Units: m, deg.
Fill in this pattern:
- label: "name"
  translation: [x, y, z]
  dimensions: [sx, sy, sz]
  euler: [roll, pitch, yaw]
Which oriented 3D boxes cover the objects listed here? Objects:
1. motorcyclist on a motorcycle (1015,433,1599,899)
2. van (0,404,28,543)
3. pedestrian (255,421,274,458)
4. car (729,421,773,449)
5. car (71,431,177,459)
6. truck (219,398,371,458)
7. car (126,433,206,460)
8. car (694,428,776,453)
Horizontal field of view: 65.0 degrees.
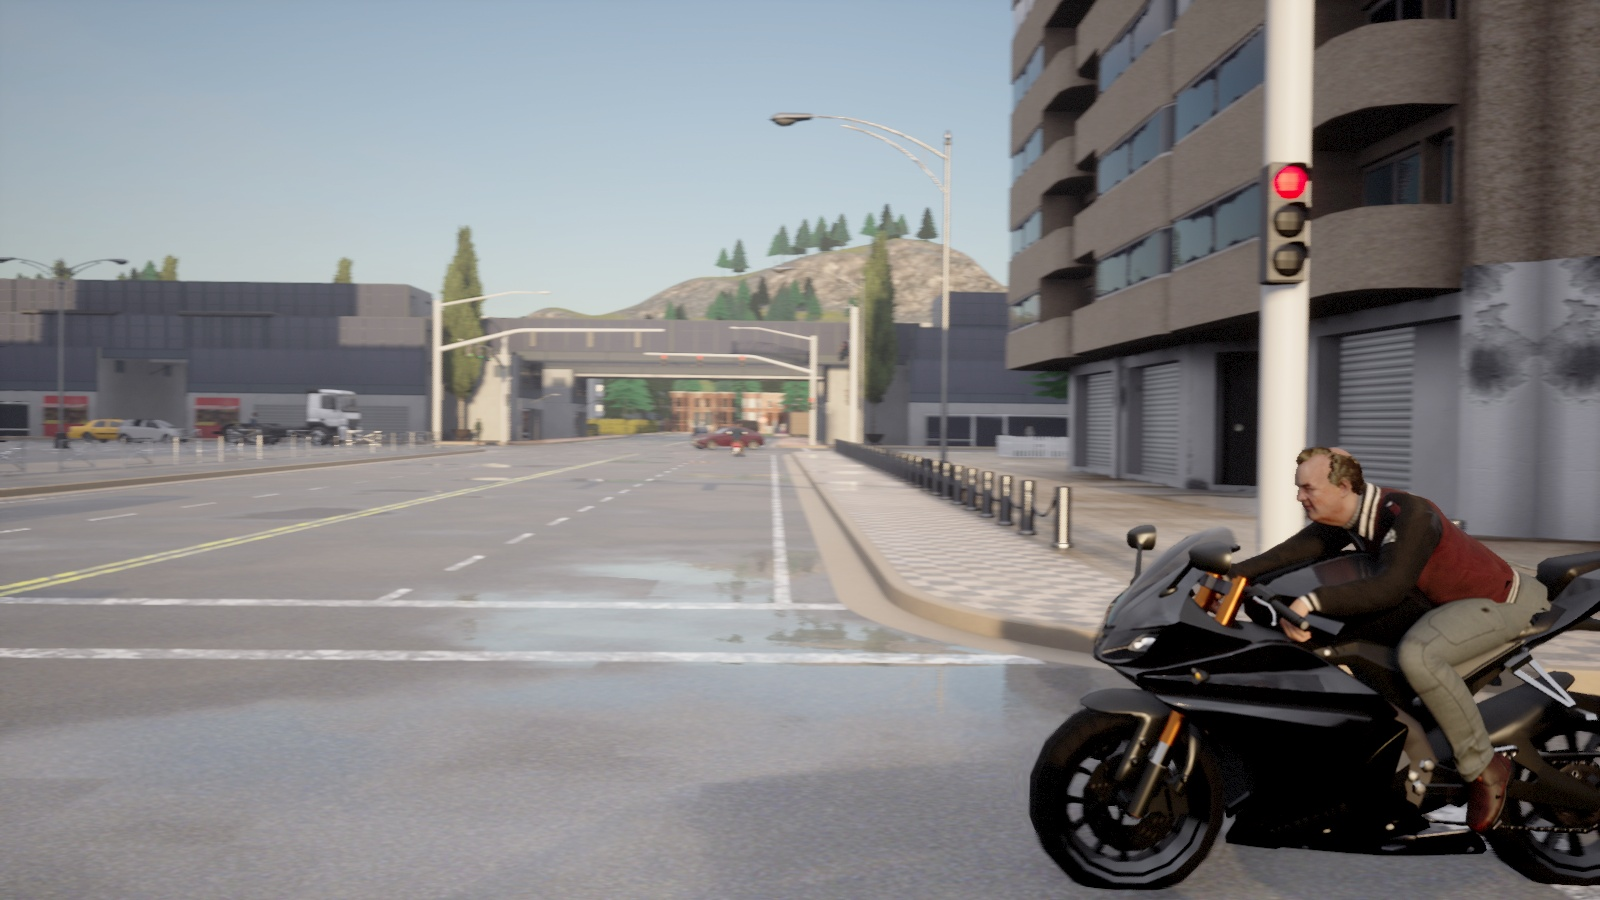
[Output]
- label: "motorcyclist on a motorcycle"
  translation: [1.924, 0.726, 4.303]
  dimensions: [2.191, 1.530, 0.866]
  euler: [-1, 1, -2]
- label: "van"
  translation: [-12.345, 0.379, 16.424]
  dimensions: [1.775, 1.987, 4.442]
  euler: [-1, 1, -1]
- label: "pedestrian"
  translation: [-28.662, -0.548, 67.176]
  dimensions: [0.788, 1.949, 0.423]
  euler: [-1, 1, -1]
- label: "car"
  translation: [-3.484, -1.075, 88.148]
  dimensions: [1.905, 1.878, 3.866]
  euler: [-1, 1, -21]
- label: "car"
  translation: [-40.657, -0.313, 75.597]
  dimensions: [5.366, 1.575, 1.801]
  euler: [-1, 1, 1]
- label: "truck"
  translation: [-30.256, -1.336, 75.473]
  dimensions: [7.936, 3.462, 2.891]
  euler: [-1, 1, 0]
- label: "car"
  translation: [-36.371, -0.211, 72.049]
  dimensions: [3.633, 1.501, 1.845]
  euler: [-1, 1, 1]
- label: "car"
  translation: [-3.994, -0.622, 77.025]
  dimensions: [4.674, 1.442, 1.812]
  euler: [-1, 1, -30]
